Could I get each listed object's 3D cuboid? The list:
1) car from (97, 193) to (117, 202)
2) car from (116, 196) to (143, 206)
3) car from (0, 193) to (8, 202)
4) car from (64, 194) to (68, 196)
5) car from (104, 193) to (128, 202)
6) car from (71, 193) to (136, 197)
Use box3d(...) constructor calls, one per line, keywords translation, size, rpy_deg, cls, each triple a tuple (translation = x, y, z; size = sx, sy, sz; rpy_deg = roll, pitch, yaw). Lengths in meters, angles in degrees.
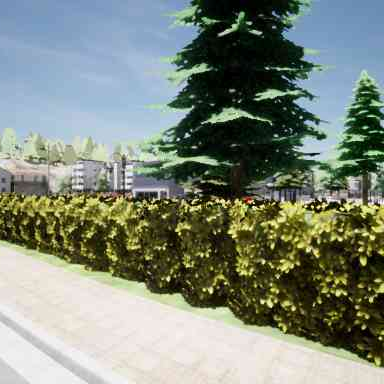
box3d(translation=(-18.212, 1.077, 71.423), size=(1.905, 1.878, 3.866), rpy_deg=(0, 0, 44), cls="car")
box3d(translation=(-10.055, 1.384, 53.337), size=(1.970, 1.475, 3.806), rpy_deg=(0, 0, 44), cls="car")
box3d(translation=(-41.764, 1.097, 70.238), size=(1.932, 1.855, 4.605), rpy_deg=(0, 0, 44), cls="car")
box3d(translation=(-27.320, 1.154, 80.409), size=(2.152, 1.636, 5.027), rpy_deg=(0, 0, 44), cls="car")
box3d(translation=(-15.854, 1.097, 69.676), size=(1.932, 1.855, 4.605), rpy_deg=(0, 0, 44), cls="car")
box3d(translation=(-8.077, 1.221, 31.062), size=(2.150, 2.045, 5.566), rpy_deg=(0, 0, 44), cls="car")
